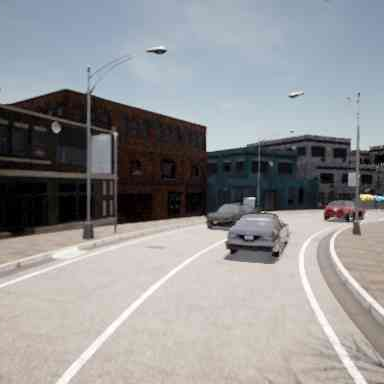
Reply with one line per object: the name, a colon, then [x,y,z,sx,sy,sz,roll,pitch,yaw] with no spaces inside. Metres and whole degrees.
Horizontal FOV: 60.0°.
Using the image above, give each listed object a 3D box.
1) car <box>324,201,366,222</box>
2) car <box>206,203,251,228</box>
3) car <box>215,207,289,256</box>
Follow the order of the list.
car: [13.247,1.524,28.687,4.553,1.767,2.097,1,1,-45]
car: [2.658,1.476,21.292,1.882,1.535,5.008,1,0,31]
car: [2.787,1.572,13.402,2.033,1.411,5.357,1,0,21]
